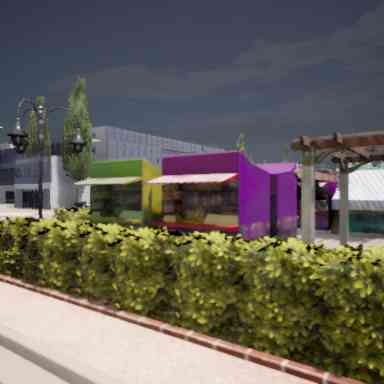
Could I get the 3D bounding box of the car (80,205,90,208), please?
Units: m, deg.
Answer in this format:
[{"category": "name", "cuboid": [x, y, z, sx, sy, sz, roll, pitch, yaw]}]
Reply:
[{"category": "car", "cuboid": [-7.894, 1.459, 30.335, 1.882, 1.535, 5.008, 0, 0, 37]}]
